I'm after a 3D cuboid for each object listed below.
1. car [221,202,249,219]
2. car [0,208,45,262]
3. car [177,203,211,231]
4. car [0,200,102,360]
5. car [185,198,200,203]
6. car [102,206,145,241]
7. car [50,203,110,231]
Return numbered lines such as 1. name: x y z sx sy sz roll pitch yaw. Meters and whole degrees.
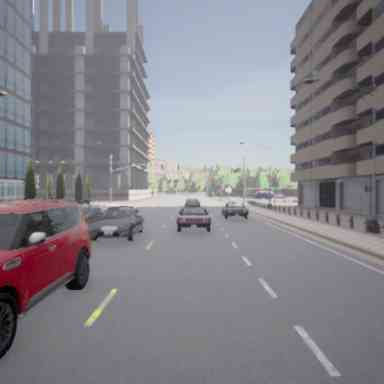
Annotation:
1. car: 3.525 1.514 28.095 1.895 1.301 4.718 0 0 0
2. car: -7.024 1.443 11.219 1.882 1.535 5.008 0 0 1
3. car: 0.105 1.539 19.952 1.895 1.301 4.718 0 0 0
4. car: -3.566 1.203 6.139 2.150 2.045 5.566 0 0 0
5. car: 0.057 1.435 41.820 1.994 1.385 4.181 0 0 0
6. car: -3.496 1.441 16.401 2.128 1.511 4.902 0 0 0
7. car: -6.995 1.482 21.482 2.033 1.411 5.357 0 0 0
